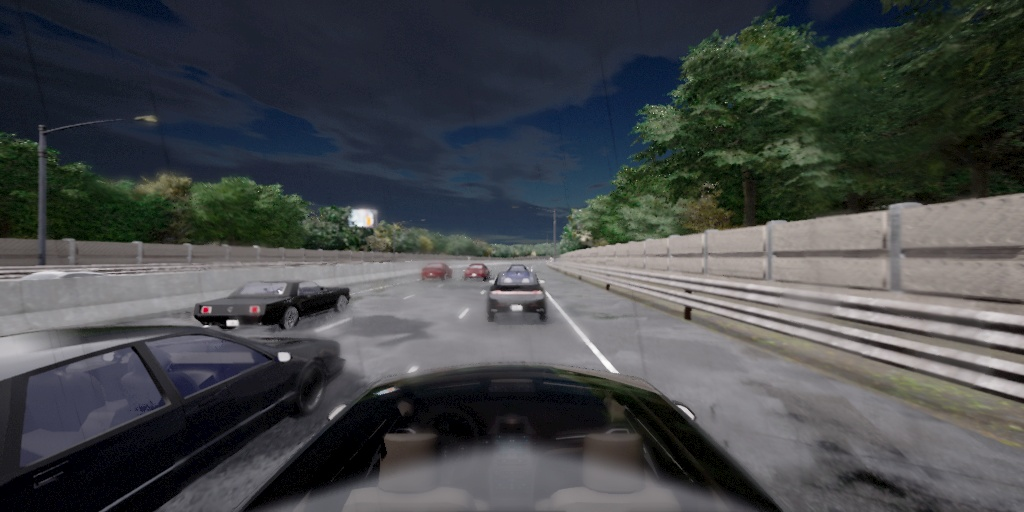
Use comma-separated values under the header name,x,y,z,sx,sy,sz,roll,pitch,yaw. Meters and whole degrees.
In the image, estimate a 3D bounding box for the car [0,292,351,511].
name,x,y,z,sx,sy,sz,roll,pitch,yaw
car,-3.393,1.298,2.856,2.033,1.411,5.357,0,0,0

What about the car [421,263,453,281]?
name,x,y,z,sx,sy,sz,roll,pitch,yaw
car,-6.475,1.325,31.435,1.882,1.535,5.008,0,0,1

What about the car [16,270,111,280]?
name,x,y,z,sx,sy,sz,roll,pitch,yaw
car,-17.494,1.291,13.754,1.812,1.442,4.674,0,0,1

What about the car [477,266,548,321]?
name,x,y,z,sx,sy,sz,roll,pitch,yaw
car,0.176,1.263,12.504,2.128,1.511,4.902,0,0,1

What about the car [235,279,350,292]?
name,x,y,z,sx,sy,sz,roll,pitch,yaw
car,-6.842,1.365,11.044,1.895,1.301,4.718,0,0,0

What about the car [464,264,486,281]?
name,x,y,z,sx,sy,sz,roll,pitch,yaw
car,-2.981,1.376,31.200,1.812,1.442,4.674,0,0,1
